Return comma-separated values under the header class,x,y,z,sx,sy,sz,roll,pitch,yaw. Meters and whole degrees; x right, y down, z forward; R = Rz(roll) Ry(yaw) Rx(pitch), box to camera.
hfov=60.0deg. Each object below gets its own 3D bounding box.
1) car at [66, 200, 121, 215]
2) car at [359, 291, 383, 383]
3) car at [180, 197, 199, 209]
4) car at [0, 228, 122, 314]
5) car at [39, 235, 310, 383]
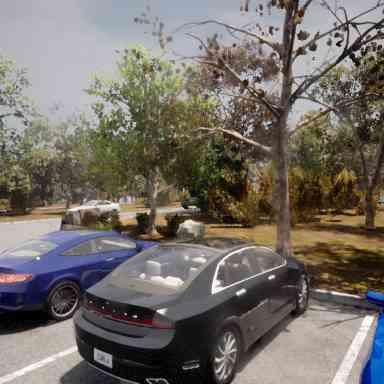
class,x,y,z,sx,sy,sz,roll,pitch,yaw
car,-7.790,1.401,26.693,1.812,1.442,4.674,-3,-1,34
car,3.134,1.479,3.587,2.097,1.535,5.008,0,0,36
car,0.936,0.909,39.151,2.150,2.045,5.566,-3,-1,35
car,-2.202,1.525,7.385,2.002,1.452,4.674,0,0,36
car,0.463,1.483,5.480,2.231,1.521,4.892,0,0,36
